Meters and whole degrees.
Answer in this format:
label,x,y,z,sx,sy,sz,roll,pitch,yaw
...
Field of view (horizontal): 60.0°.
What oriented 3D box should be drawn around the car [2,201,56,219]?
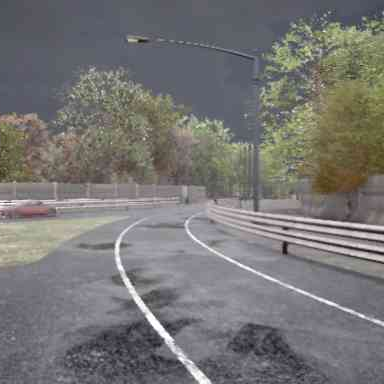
label,x,y,z,sx,sy,sz,roll,pitch,yaw
car,-13.986,1.507,28.651,4.181,1.385,1.994,0,0,-37
